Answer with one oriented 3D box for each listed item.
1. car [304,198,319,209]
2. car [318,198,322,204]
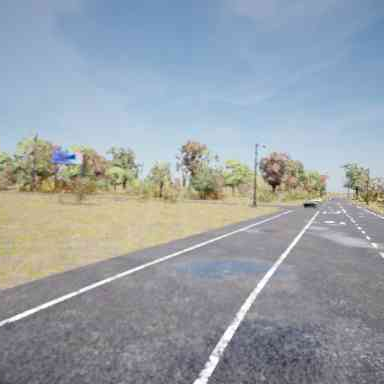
[{"bbox_3d":[20.360,2.157,57.359,1.895,1.301,4.718,2,0,23],"label":"car"},{"bbox_3d":[33.581,2.375,88.863,1.882,1.535,5.008,2,0,23],"label":"car"}]
